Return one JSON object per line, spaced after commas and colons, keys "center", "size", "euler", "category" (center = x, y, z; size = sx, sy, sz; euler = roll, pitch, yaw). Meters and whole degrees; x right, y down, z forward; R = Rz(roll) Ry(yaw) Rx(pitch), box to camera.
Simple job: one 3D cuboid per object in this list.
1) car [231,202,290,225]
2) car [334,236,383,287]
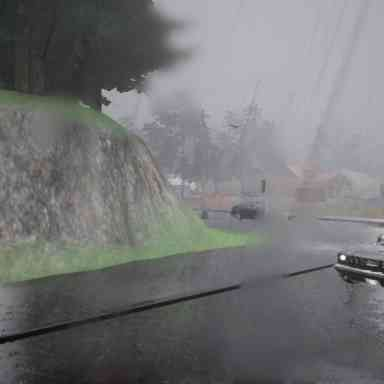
{"center": [4.946, 1.491, 24.500], "size": [2.128, 1.511, 4.902], "euler": [0, 0, -36], "category": "car"}
{"center": [5.678, 1.601, 8.256], "size": [4.718, 1.301, 1.895], "euler": [0, 0, -33], "category": "car"}
